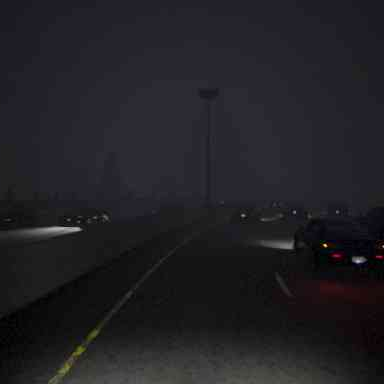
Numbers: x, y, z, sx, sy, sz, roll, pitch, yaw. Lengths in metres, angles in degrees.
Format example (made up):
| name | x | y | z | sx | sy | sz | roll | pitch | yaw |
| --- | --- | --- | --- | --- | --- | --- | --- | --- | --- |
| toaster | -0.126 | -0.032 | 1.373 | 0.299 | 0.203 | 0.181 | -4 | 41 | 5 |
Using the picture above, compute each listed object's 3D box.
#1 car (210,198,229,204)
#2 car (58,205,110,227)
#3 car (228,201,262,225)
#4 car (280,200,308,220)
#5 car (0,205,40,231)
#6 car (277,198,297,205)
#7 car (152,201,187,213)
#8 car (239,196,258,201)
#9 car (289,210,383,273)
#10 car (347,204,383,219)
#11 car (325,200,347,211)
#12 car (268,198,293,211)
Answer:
| name | x | y | z | sx | sy | sz | roll | pitch | yaw |
| --- | --- | --- | --- | --- | --- | --- | --- | --- | --- |
| car | 4.748 | 1.782 | 58.928 | 2.033 | 1.411 | 5.357 | 0 | -1 | 35 |
| car | -7.448 | 1.603 | 23.309 | 1.994 | 1.385 | 4.181 | 0 | 0 | 14 |
| car | 4.119 | 1.617 | 25.094 | 1.994 | 1.385 | 4.181 | 0 | 0 | 16 |
| car | 9.031 | 1.630 | 28.916 | 1.994 | 1.385 | 4.181 | 0 | 0 | 20 |
| car | -11.604 | 1.551 | 20.924 | 1.812 | 1.442 | 4.674 | 0 | 0 | 13 |
| car | 18.772 | 1.842 | 65.399 | 1.895 | 1.301 | 4.718 | 0 | -1 | 42 |
| car | -1.934 | 1.573 | 29.883 | 1.837 | 1.490 | 4.892 | 0 | 0 | 19 |
| car | 10.252 | 1.597 | 60.551 | 2.097 | 1.767 | 4.553 | 0 | -1 | 37 |
| car | 4.527 | 1.546 | 10.713 | 1.812 | 1.442 | 4.674 | 0 | 0 | 8 |
| car | 8.730 | 1.383 | 14.646 | 2.097 | 1.767 | 4.553 | 0 | 0 | 10 |
| car | 14.279 | 1.584 | 32.696 | 1.837 | 1.490 | 4.892 | 0 | 0 | 23 |
| car | 10.988 | 1.627 | 41.883 | 2.163 | 1.488 | 4.792 | 0 | 0 | 28 |
